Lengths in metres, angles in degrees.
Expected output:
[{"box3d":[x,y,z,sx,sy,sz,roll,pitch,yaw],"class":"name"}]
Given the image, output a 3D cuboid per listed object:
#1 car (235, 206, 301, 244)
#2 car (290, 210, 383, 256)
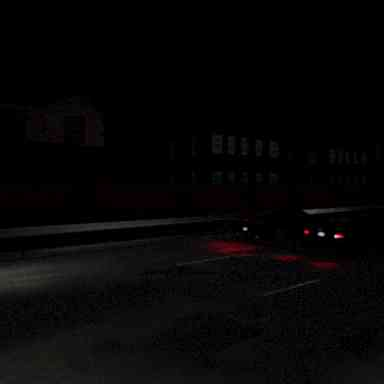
[{"box3d":[4.242,1.378,15.370,5.008,1.535,1.882,-1,0,-35],"class":"car"},{"box3d":[6.368,1.447,12.586,5.357,1.411,2.033,-1,0,-35],"class":"car"}]
